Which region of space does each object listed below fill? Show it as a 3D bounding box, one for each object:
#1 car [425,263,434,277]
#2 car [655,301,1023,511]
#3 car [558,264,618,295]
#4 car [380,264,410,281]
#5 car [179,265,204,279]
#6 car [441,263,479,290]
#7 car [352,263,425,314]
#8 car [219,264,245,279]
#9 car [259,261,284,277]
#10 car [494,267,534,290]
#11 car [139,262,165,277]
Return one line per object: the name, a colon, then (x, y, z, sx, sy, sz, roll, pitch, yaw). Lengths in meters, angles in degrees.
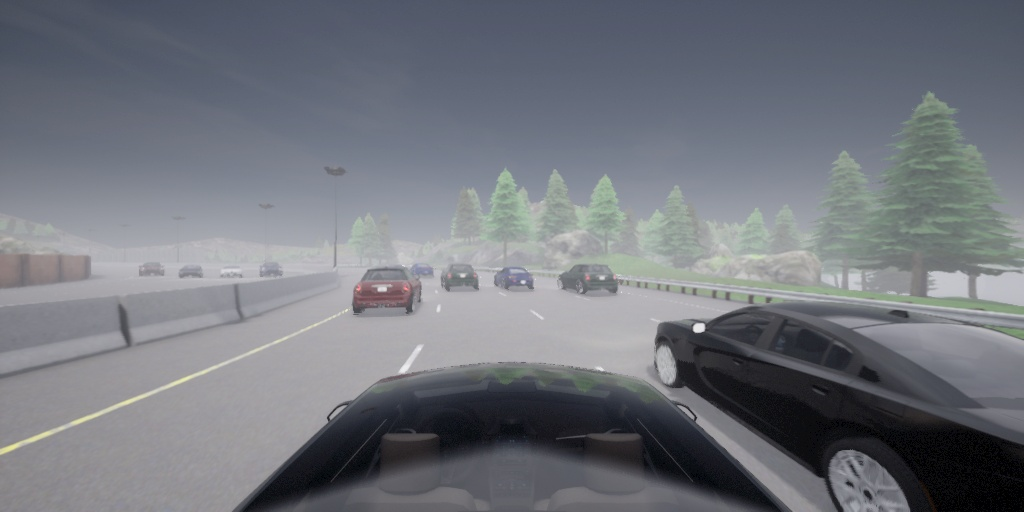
car: (-10.164, 1.532, 39.905, 1.882, 1.535, 5.008, 0, 0, -27)
car: (3.329, 1.235, 3.929, 1.882, 1.535, 5.008, 0, 0, -2)
car: (4.369, 1.234, 21.293, 2.097, 1.767, 4.553, 0, 0, -12)
car: (-11.540, 1.571, 35.175, 2.033, 1.411, 5.357, 0, 0, -26)
car: (-34.260, 1.652, 38.430, 2.033, 1.411, 5.357, 0, -1, -38)
car: (-3.628, 1.275, 24.215, 2.097, 1.767, 4.553, 0, 0, -16)
car: (-4.901, 1.209, 14.616, 2.097, 1.767, 4.553, 0, 0, -10)
car: (-29.913, 1.619, 38.352, 1.812, 1.442, 4.674, 0, -1, -37)
car: (-27.335, 1.456, 40.704, 2.097, 1.767, 4.553, 0, -1, -37)
car: (0.058, 1.438, 24.040, 1.812, 1.442, 4.674, 0, 0, -16)
car: (-42.560, 1.507, 42.409, 4.553, 1.767, 2.097, -1, -1, 44)
